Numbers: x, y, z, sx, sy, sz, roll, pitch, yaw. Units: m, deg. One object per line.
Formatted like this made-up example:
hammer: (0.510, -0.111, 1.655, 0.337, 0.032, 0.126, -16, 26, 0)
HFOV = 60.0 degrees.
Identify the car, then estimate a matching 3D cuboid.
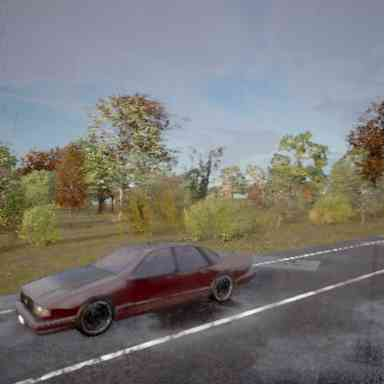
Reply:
car: (-0.885, 1.855, 7.464, 5.357, 1.411, 2.033, 0, -3, -38)
